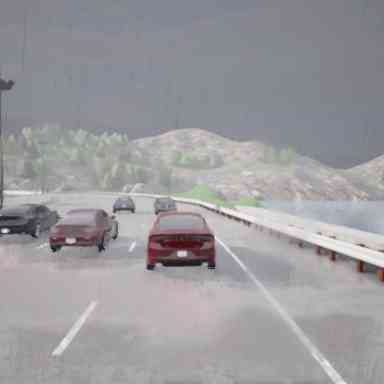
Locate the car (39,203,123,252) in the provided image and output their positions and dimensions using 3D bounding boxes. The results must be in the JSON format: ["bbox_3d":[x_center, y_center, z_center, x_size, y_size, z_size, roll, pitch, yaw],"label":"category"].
[{"bbox_3d":[-4.050,1.359,12.975,1.812,1.442,4.674,0,1,-4],"label":"car"}]

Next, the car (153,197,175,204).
[{"bbox_3d":[-2.400,1.158,29.176,2.033,1.411,5.357,0,1,-9],"label":"car"}]

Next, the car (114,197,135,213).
[{"bbox_3d":[-6.348,1.155,31.312,1.994,1.385,4.181,0,1,-10],"label":"car"}]

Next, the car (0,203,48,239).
[{"bbox_3d":[-7.809,1.306,15.985,1.837,1.490,4.892,0,1,-5],"label":"car"}]

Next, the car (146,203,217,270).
[{"bbox_3d":[-0.377,1.333,10.634,1.882,1.535,5.008,0,1,-3],"label":"car"}]
